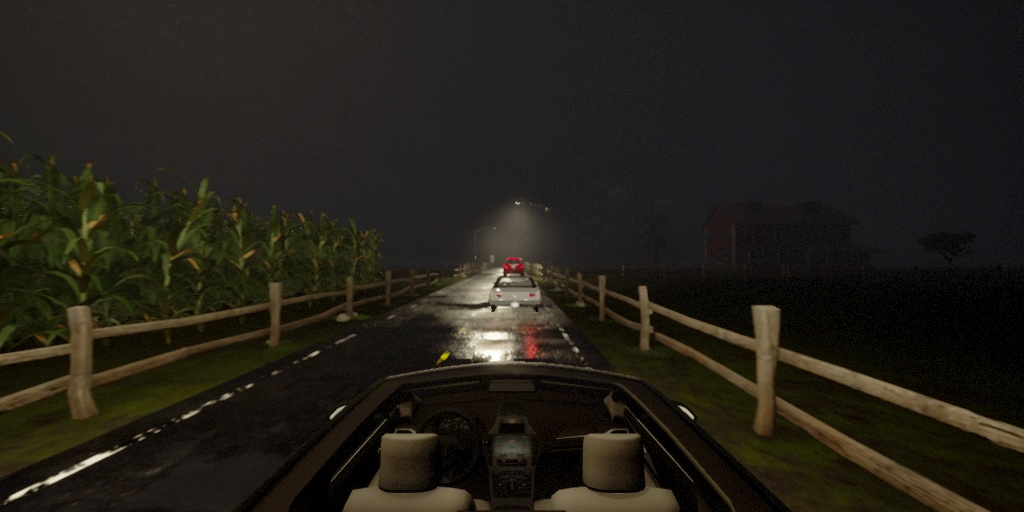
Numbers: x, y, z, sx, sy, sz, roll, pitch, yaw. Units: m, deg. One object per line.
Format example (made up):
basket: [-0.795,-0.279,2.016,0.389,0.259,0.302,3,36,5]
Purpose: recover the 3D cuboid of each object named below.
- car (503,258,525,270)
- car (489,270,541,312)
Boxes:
car: [0.171,1.277,38.908,2.150,2.045,5.566,0,0,0]
car: [0.116,1.453,14.919,1.895,1.301,4.718,0,0,0]
